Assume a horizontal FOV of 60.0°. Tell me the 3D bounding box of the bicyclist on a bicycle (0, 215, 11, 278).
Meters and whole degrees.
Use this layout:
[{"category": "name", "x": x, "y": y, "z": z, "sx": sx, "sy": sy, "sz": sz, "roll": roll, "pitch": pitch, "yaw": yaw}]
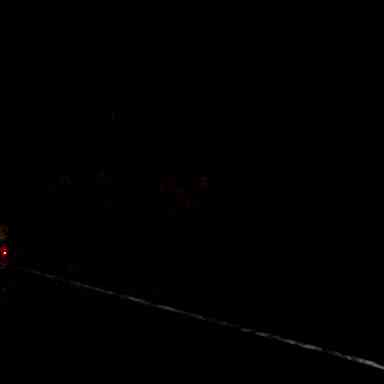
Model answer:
[{"category": "bicyclist on a bicycle", "x": -5.129, "y": 1.373, "z": 8.677, "sx": 1.509, "sy": 1.612, "sz": 0.866, "roll": 0, "pitch": 0, "yaw": 36}]
